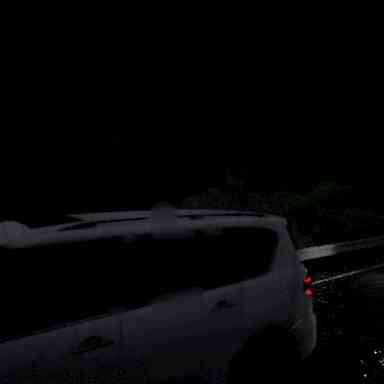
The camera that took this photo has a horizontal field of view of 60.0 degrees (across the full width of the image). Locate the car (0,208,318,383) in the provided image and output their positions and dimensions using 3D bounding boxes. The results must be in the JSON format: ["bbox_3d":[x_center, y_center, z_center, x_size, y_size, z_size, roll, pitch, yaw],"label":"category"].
[{"bbox_3d":[-1.162,1.224,3.111,5.566,2.045,2.150,0,0,-35],"label":"car"}]
